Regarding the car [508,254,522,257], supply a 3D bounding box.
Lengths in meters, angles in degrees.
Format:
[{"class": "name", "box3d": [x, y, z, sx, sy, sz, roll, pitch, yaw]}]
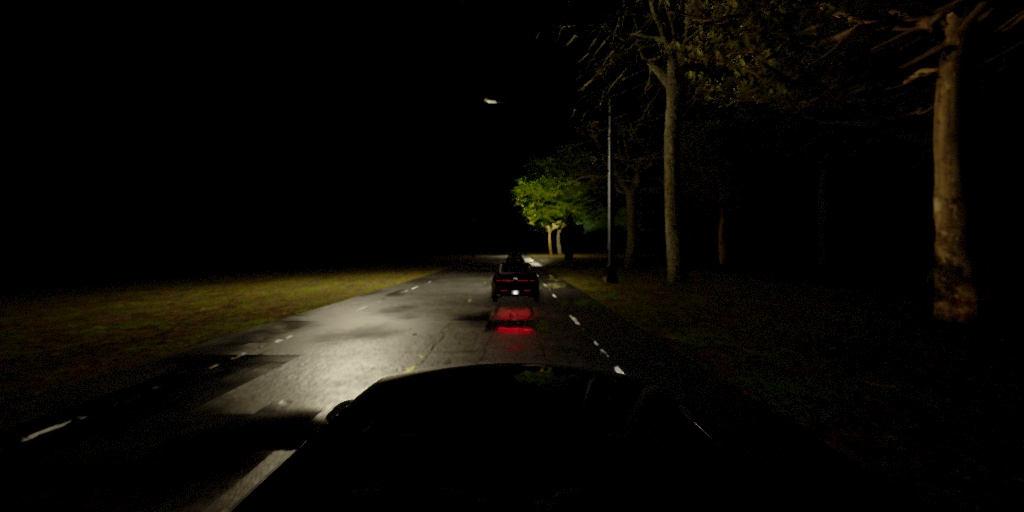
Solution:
[{"class": "car", "box3d": [0.315, 0.525, 36.873, 1.837, 1.490, 4.892, 0, 1, 0]}]

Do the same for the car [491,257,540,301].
[{"class": "car", "box3d": [0.152, 0.994, 15.380, 1.837, 1.490, 4.892, 0, 2, 1]}]
